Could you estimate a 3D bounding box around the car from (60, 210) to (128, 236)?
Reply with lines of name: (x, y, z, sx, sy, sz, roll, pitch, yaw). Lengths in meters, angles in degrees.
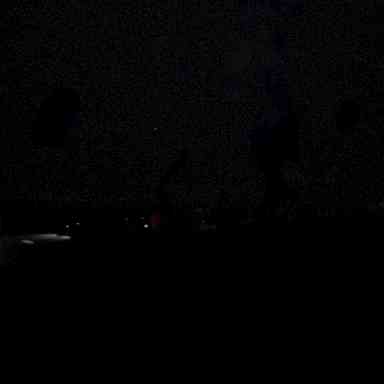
car: (-5.962, 1.835, 20.630, 1.994, 1.385, 4.181, 1, 0, 36)

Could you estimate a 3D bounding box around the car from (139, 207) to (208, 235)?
car: (-1.376, 1.908, 22.173, 2.128, 1.511, 4.902, 1, 0, 35)

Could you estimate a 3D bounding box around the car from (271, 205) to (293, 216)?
car: (12.819, 2.625, 47.014, 1.837, 1.490, 4.892, 1, -2, 36)

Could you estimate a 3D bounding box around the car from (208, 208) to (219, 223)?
car: (0.754, 2.107, 30.108, 1.994, 1.385, 4.181, 1, -1, 35)
